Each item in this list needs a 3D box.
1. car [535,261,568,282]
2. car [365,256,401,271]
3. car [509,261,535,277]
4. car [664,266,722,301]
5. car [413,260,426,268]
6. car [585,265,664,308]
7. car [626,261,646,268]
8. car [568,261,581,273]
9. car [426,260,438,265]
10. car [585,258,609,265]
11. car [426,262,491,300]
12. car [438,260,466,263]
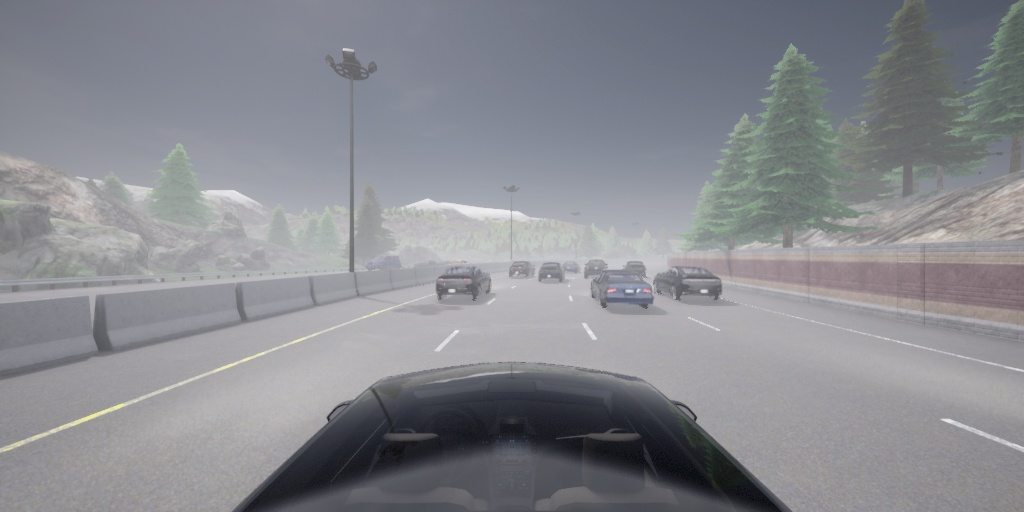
[{"bbox_3d":[3.307,1.251,29.233,1.837,1.490,4.892,0,0,12],"label":"car"},{"bbox_3d":[-17.218,0.967,48.250,2.150,2.045,5.566,0,0,18],"label":"car"},{"bbox_3d":[1.065,1.249,35.038,1.837,1.490,4.892,0,0,14],"label":"car"},{"bbox_3d":[8.301,1.240,17.308,2.128,1.511,4.902,0,0,7],"label":"car"},{"bbox_3d":[-12.233,1.292,52.258,2.033,1.411,5.357,0,0,20],"label":"car"},{"bbox_3d":[4.480,1.296,15.245,2.033,1.411,5.357,0,0,7],"label":"car"},{"bbox_3d":[11.699,1.249,34.237,1.837,1.490,4.892,0,-1,15],"label":"car"},{"bbox_3d":[7.052,1.309,42.964,1.994,1.385,4.181,0,0,17],"label":"car"},{"bbox_3d":[-9.332,1.292,49.890,2.033,1.411,5.357,0,0,19],"label":"car"},{"bbox_3d":[8.094,1.100,34.220,2.097,1.767,4.553,0,0,14],"label":"car"},{"bbox_3d":[-2.233,1.239,17.580,2.128,1.511,4.902,0,0,7],"label":"car"},{"bbox_3d":[-7.025,1.222,45.646,1.882,1.535,5.008,0,0,18],"label":"car"}]
